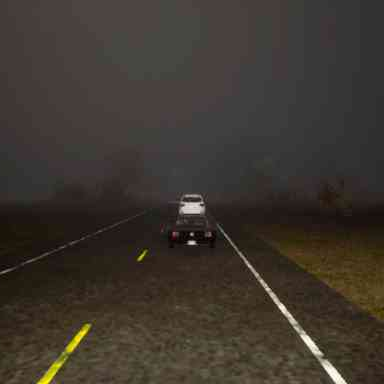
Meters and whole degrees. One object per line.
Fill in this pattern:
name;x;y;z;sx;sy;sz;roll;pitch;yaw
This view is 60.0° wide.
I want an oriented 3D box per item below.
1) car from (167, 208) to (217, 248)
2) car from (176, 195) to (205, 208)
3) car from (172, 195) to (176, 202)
car;0.000;1.616;14.680;1.895;1.301;4.718;0;0;0
car;0.000;1.249;29.679;2.150;2.045;5.566;0;0;0
car;-3.500;1.440;75.936;2.033;1.411;5.357;0;0;0
